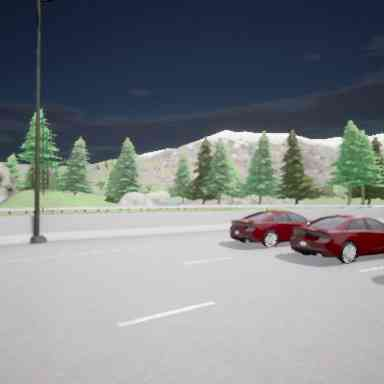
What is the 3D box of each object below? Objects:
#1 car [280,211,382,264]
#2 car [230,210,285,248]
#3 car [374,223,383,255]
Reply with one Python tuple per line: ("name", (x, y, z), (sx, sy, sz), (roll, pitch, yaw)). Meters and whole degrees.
("car", (5.871, 1.559, 12.091), (5.008, 1.535, 1.882), (0, 0, -27))
("car", (4.089, 1.561, 15.112), (5.008, 1.535, 1.882), (0, 0, -27))
("car", (7.265, 1.602, 8.886), (4.674, 1.442, 1.812), (0, 0, -27))
